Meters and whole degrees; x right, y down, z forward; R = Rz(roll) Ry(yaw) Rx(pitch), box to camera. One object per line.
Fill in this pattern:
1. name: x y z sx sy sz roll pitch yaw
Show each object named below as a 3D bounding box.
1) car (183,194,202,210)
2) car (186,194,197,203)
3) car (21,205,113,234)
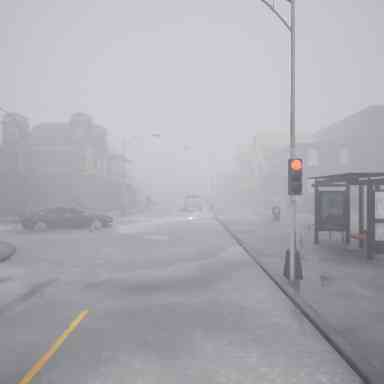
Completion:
1. car: 0.063 1.221 42.973 2.150 2.045 5.566 0 0 0
2. car: -0.072 1.351 68.996 2.097 1.767 4.553 0 0 0
3. car: -7.041 1.507 19.097 4.892 1.490 1.837 -1 1 -16
